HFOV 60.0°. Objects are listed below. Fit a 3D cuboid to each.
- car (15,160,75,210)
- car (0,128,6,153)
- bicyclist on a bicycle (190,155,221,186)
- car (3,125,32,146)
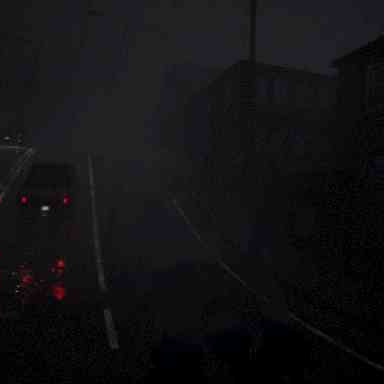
[{"bbox_3d":[-5.745,-0.497,13.523,1.895,1.301,4.718,2,20,-19],"label":"car"},{"bbox_3d":[-10.130,-1.753,15.126,1.837,1.490,4.892,2,18,-19],"label":"car"},{"bbox_3d":[0.766,-1.097,17.186,1.656,1.620,0.582,3,15,-15],"label":"bicyclist on a bicycle"},{"bbox_3d":[-13.160,-4.207,24.547,1.994,1.385,4.181,2,9,-18],"label":"car"}]
